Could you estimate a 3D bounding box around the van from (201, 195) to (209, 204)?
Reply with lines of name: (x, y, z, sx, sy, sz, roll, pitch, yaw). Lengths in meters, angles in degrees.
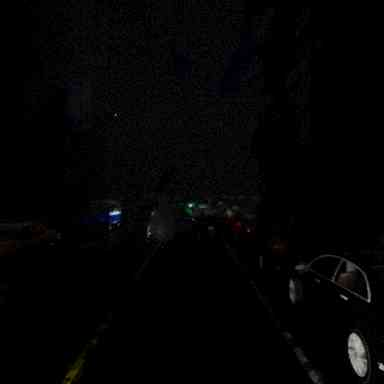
van: (2.881, 1.694, 75.897, 1.690, 1.788, 3.998, 0, 0, 0)

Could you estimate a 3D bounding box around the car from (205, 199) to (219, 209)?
car: (2.839, 1.745, 48.878, 1.752, 1.417, 4.829, 0, 0, 0)

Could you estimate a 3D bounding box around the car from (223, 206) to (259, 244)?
car: (2.787, 1.615, 16.083, 1.887, 1.381, 4.507, 0, 0, 0)

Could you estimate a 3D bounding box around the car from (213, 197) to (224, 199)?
car: (2.821, 1.483, 37.834, 2.192, 1.841, 5.009, 0, 0, 0)

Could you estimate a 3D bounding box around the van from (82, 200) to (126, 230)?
van: (-5.730, 1.436, 21.535, 1.690, 1.788, 3.998, 0, 0, 0)

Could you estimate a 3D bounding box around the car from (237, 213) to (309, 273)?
car: (2.779, 1.591, 10.646, 1.887, 1.381, 4.507, 0, 0, 0)

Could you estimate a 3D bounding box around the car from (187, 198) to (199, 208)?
car: (0.086, 1.726, 54.669, 1.882, 1.535, 5.008, 0, 0, 0)

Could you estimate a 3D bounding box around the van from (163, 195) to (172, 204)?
van: (-5.645, 1.695, 75.910, 1.690, 1.788, 3.998, 0, 0, 0)

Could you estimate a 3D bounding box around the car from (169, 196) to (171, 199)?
car: (-5.662, 1.824, 64.864, 1.752, 1.417, 4.829, 0, 0, 0)

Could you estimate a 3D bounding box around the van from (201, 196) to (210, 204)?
van: (2.872, 1.667, 70.459, 1.690, 1.788, 3.998, 0, 0, 0)

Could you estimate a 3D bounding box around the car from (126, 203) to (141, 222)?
car: (-5.721, 1.670, 26.972, 2.008, 1.369, 4.403, 0, 0, 0)

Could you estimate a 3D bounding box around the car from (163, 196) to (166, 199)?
car: (-5.679, 1.771, 53.989, 1.752, 1.417, 4.829, 0, 0, 0)

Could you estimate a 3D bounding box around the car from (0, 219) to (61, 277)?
car: (-5.747, 1.572, 10.489, 1.752, 1.417, 4.829, 0, 0, 0)

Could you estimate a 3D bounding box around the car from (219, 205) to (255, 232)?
car: (2.796, 1.620, 21.691, 1.752, 1.417, 4.829, 0, 0, 0)

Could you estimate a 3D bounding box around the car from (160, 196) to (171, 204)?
car: (-5.653, 1.767, 70.472, 1.967, 1.590, 4.097, 0, 0, 0)

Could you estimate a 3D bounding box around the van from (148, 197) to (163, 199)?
van: (-5.687, 1.561, 48.722, 1.690, 1.788, 3.998, 0, 0, 0)

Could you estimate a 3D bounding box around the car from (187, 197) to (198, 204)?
car: (0.110, 1.740, 69.564, 2.128, 1.511, 4.902, 0, 0, 0)

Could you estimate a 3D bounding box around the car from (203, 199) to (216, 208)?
car: (2.847, 1.790, 54.146, 1.887, 1.381, 4.507, 0, 0, 0)

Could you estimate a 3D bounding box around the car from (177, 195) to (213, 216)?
car: (0.392, 1.373, 34.043, 2.150, 2.045, 5.566, 0, 0, 11)

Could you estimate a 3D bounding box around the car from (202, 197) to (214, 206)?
car: (2.855, 1.712, 59.583, 1.967, 1.590, 4.097, 0, 0, 0)

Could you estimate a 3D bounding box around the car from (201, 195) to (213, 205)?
car: (2.864, 1.614, 65.022, 2.192, 1.841, 5.009, 0, 0, 0)

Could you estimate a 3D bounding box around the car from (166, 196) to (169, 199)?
car: (-5.670, 1.839, 59.596, 1.947, 1.339, 4.313, 0, 0, 0)

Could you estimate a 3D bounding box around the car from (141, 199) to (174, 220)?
car: (-3.052, 1.622, 29.444, 2.128, 1.511, 4.902, 0, 0, 0)

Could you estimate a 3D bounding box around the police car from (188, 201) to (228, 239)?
police car: (0.918, 1.505, 17.900, 1.930, 1.638, 5.238, 0, 0, 0)

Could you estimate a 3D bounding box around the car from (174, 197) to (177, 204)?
car: (-2.890, 1.780, 69.819, 1.882, 1.535, 5.008, 0, 0, 0)

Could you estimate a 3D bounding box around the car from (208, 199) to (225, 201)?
car: (2.813, 1.669, 32.565, 1.752, 1.417, 4.829, 0, 0, 0)

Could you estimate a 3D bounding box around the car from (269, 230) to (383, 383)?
car: (2.770, 1.573, 5.208, 2.008, 1.369, 4.403, 0, 0, 0)
